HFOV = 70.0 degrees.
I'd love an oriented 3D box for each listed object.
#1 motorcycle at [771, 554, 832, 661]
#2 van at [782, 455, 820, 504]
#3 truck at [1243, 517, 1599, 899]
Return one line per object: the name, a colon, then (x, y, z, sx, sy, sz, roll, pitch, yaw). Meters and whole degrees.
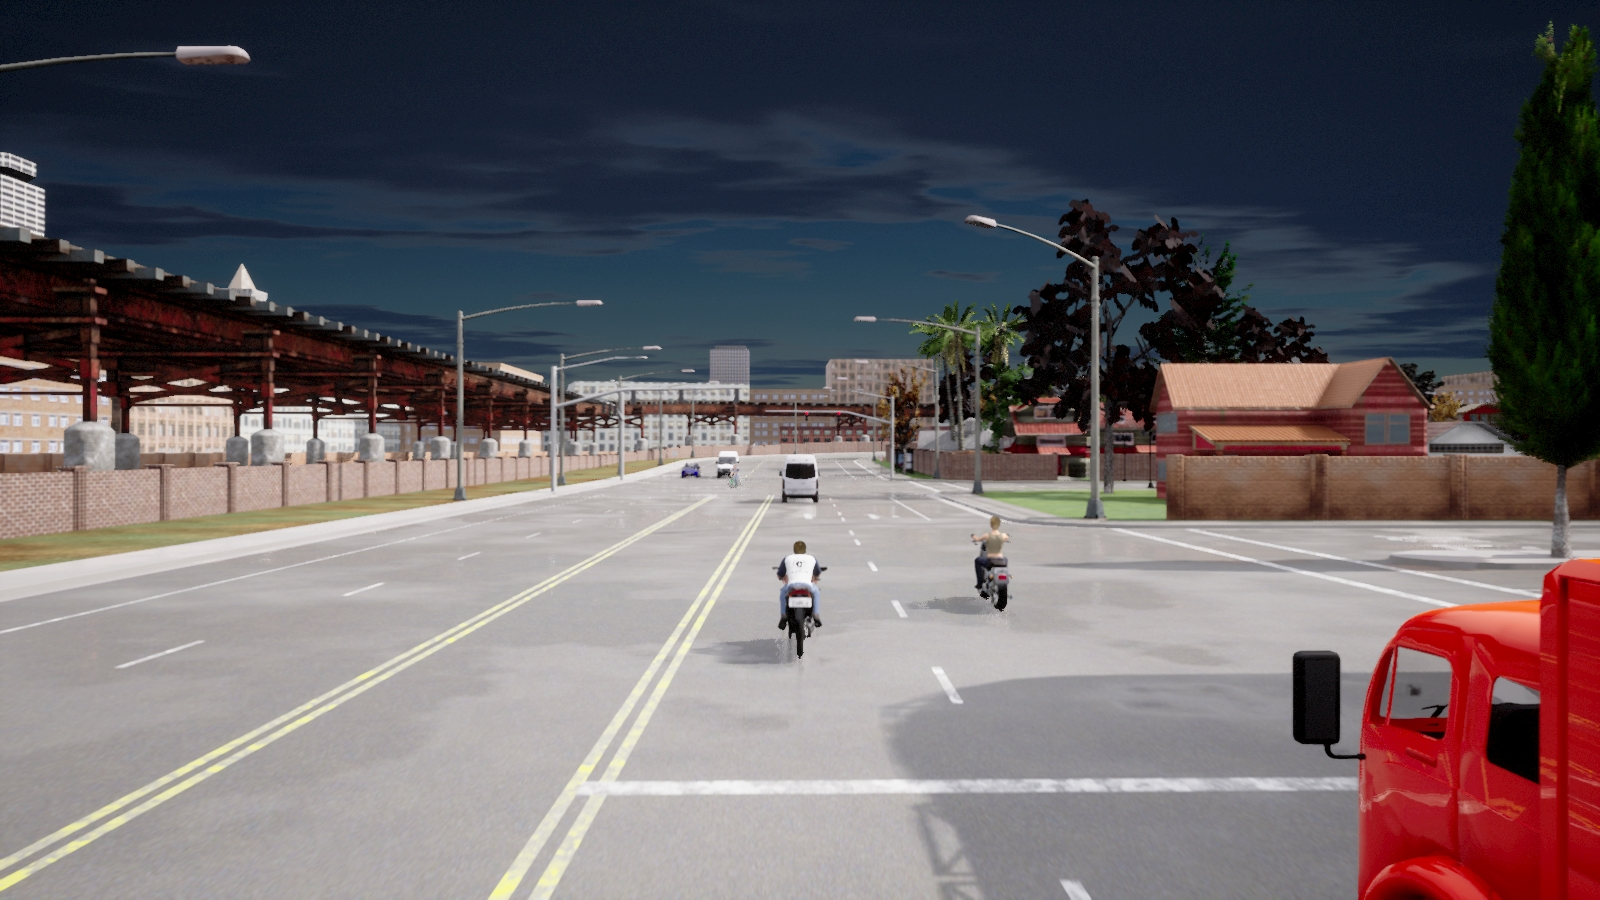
motorcycle: (0.017, 2.177, 16.098, 0.803, 1.224, 2.033, 0, 0, 0)
van: (-0.005, 1.545, 62.544, 1.988, 2.561, 5.915, 0, 0, -1)
truck: (3.499, 1.572, 3.029, 2.627, 2.467, 5.204, 0, 0, 0)
